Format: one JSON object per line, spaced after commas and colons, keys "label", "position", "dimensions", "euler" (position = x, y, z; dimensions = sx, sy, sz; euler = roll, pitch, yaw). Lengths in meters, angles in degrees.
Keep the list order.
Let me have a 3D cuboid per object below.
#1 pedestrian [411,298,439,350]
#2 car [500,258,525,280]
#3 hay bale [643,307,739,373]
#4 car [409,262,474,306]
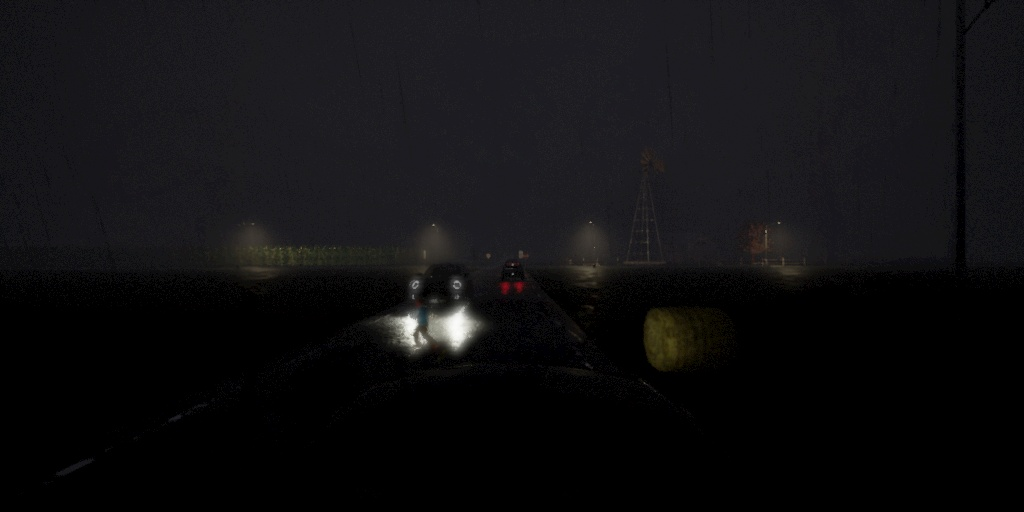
{"label": "pedestrian", "position": [-1.851, 1.418, 7.513], "dimensions": [0.500, 1.100, 0.500], "euler": [-1, 1, 0]}
{"label": "car", "position": [0.067, 1.202, 30.337], "dimensions": [2.128, 1.511, 4.902], "euler": [0, 0, 0]}
{"label": "hay bale", "position": [3.121, 1.400, 6.431], "dimensions": [1.220, 1.180, 1.240], "euler": [0, 0, 0]}
{"label": "car", "position": [-2.862, 1.086, 15.433], "dimensions": [2.097, 1.767, 4.553], "euler": [0, 0, 0]}
